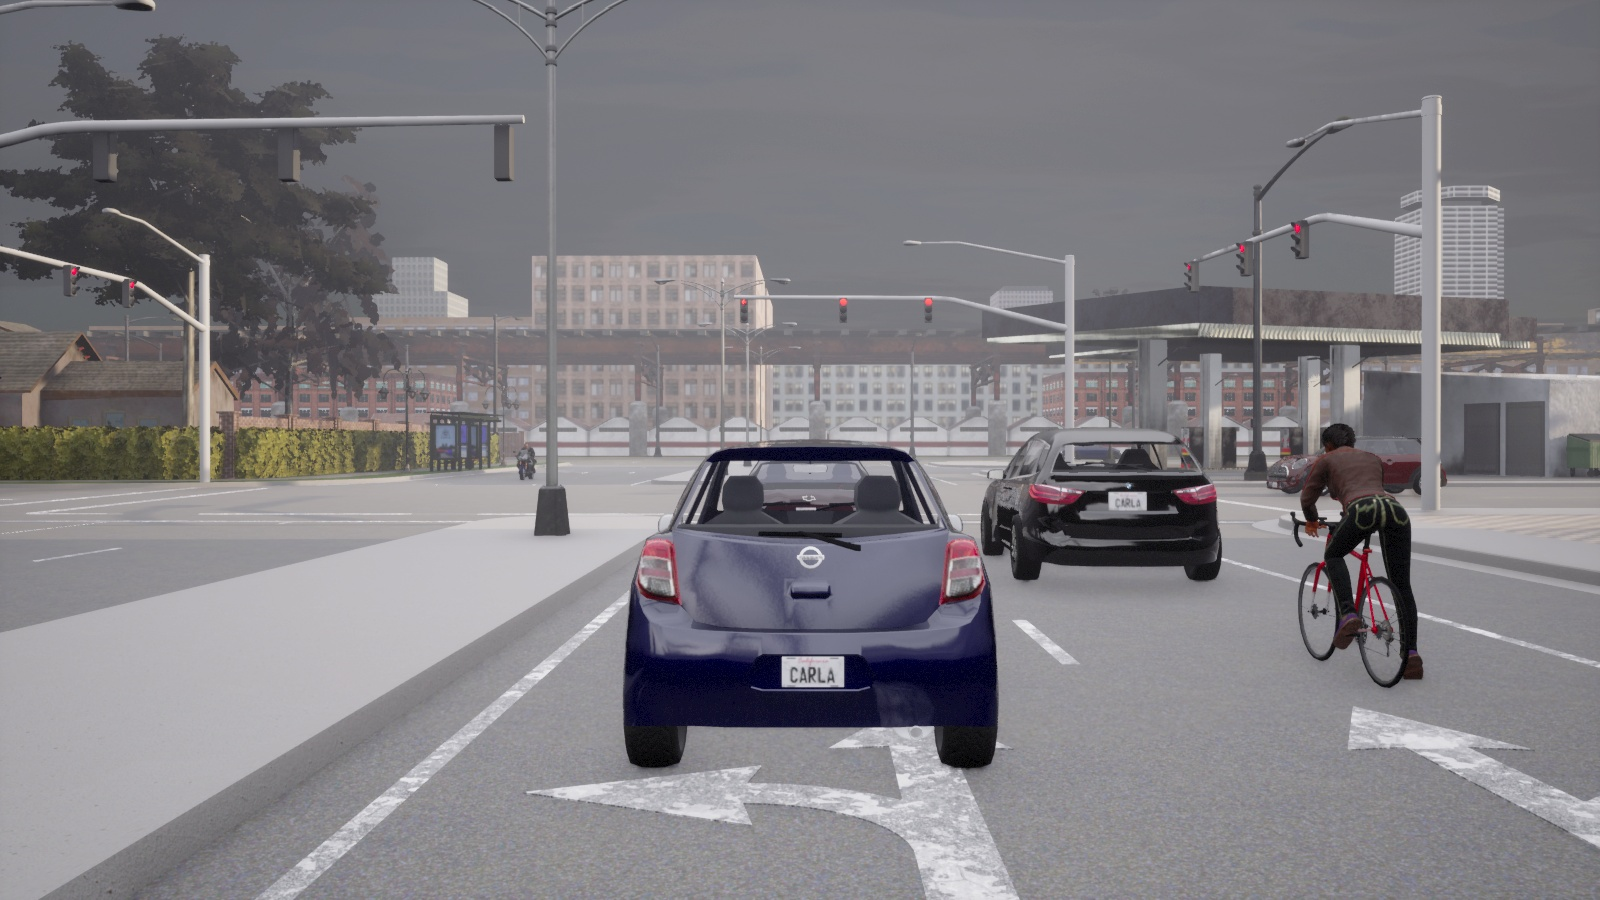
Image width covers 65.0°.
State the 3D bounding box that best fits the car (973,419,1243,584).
[{"bbox_3d":[3.446,0.508,15.080,2.242,1.667,4.611,0,0,2],"label":"car"}]

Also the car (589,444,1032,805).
[{"bbox_3d":[0.056,0.721,7.057,1.845,1.501,3.633,0,0,0],"label":"car"}]

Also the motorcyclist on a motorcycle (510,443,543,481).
[{"bbox_3d":[-11.184,0.482,51.400,0.866,1.530,2.191,0,0,0],"label":"motorcyclist on a motorcycle"}]

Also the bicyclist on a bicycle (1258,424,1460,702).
[{"bbox_3d":[3.560,0.656,8.151,0.582,1.620,1.656,0,0,0],"label":"bicyclist on a bicycle"}]

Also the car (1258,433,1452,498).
[{"bbox_3d":[15.568,0.418,35.392,4.553,1.767,2.097,0,0,-1],"label":"car"}]
